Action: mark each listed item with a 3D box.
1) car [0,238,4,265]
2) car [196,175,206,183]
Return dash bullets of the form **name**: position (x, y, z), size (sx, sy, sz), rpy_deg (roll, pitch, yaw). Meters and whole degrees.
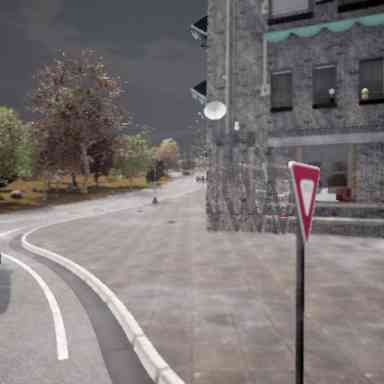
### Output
- **car**: position (-5.711, 1.562, 8.078), size (2.033, 1.411, 5.357), rpy_deg (1, -1, -30)
- **car**: position (1.795, -2.645, 68.184), size (2.128, 1.511, 4.902), rpy_deg (0, 5, 4)
